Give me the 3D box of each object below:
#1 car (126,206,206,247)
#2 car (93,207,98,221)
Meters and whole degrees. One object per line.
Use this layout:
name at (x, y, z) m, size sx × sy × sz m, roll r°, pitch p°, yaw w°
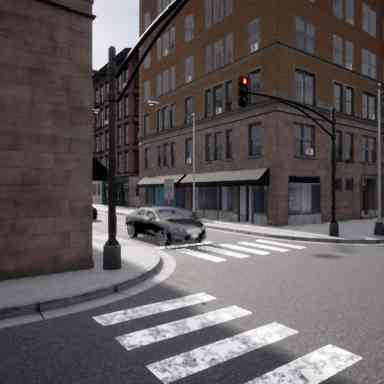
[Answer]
car at (-1.314, 1.420, 14.912) m, size 2.128 × 1.511 × 4.902 m, roll 0°, pitch 0°, yaw -36°
car at (-8.771, 1.327, 25.356) m, size 1.882 × 1.535 × 5.008 m, roll 0°, pitch 0°, yaw -36°
